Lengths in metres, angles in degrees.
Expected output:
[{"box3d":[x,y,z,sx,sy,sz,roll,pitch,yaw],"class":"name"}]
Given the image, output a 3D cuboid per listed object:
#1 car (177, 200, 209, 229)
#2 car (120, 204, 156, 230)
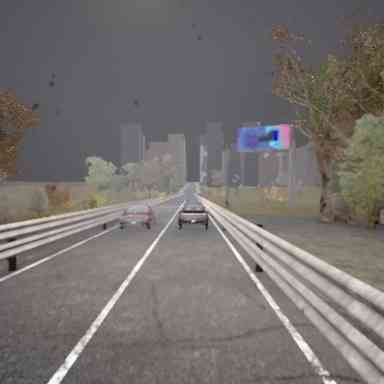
[{"box3d":[0.088,1.483,21.596,2.128,1.511,4.902,0,0,0],"class":"car"},{"box3d":[-3.359,1.517,21.413,1.812,1.442,4.674,0,0,0],"class":"car"}]
